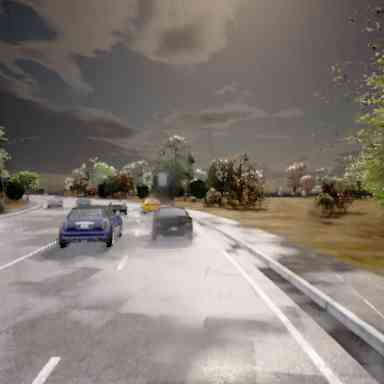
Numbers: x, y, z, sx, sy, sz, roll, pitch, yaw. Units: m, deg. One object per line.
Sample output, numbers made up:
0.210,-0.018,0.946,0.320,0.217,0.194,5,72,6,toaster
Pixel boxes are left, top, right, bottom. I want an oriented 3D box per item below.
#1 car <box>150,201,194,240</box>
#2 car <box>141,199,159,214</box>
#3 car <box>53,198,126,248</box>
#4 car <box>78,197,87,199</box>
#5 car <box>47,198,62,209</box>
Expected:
-1.074,1.457,16.977,1.882,1.535,5.008,0,0,-7,car
-4.329,1.440,35.063,1.882,1.535,5.008,0,0,-13,car
-4.372,1.340,15.003,2.097,1.767,4.553,0,0,-6,car
-13.915,1.462,42.765,1.837,1.490,4.892,0,1,-18,car
-17.960,1.485,43.928,1.812,1.442,4.674,0,0,-18,car
